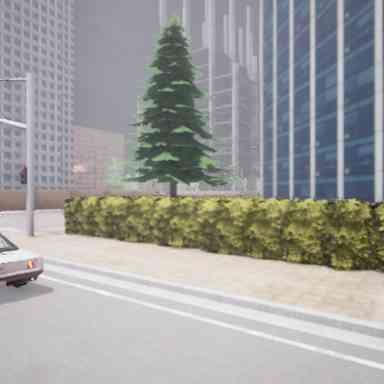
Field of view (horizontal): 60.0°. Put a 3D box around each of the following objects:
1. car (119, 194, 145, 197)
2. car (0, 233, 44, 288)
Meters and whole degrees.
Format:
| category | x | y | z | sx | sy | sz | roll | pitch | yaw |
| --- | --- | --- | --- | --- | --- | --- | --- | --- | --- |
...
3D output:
| category | x | y | z | sx | sy | sz | roll | pitch | yaw |
| --- | --- | --- | --- | --- | --- | --- | --- | --- | --- |
| car | -7.522 | 1.285 | 38.442 | 2.150 | 2.045 | 5.566 | 0 | 0 | 36 |
| car | -5.687 | 1.602 | 8.024 | 4.718 | 1.301 | 1.895 | 0 | 0 | 36 |
